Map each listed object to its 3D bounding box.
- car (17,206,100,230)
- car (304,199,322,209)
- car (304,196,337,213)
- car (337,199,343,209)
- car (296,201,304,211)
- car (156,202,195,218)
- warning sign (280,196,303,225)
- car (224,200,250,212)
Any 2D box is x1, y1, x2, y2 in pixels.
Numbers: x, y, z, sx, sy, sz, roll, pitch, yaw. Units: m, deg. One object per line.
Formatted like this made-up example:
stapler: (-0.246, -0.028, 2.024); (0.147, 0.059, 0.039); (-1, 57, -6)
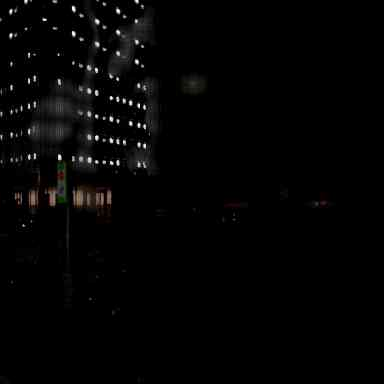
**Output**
car: (-8.797, 1.680, 22.537); (2.033, 1.411, 5.357); (0, -1, 34)
car: (19.176, 1.879, 52.719); (1.812, 1.442, 4.674); (0, 0, 31)
car: (16.446, 1.501, 42.214); (2.150, 2.045, 5.566); (0, -1, 34)
car: (21.955, 1.817, 51.034); (1.882, 1.535, 5.008); (0, 0, 31)
car: (14.161, 1.900, 44.655); (1.895, 1.301, 4.718); (0, -1, 33)
car: (-1.587, 1.707, 33.101); (2.128, 1.511, 4.902); (0, -1, 34)
warning sign: (6.859, 1.251, 22.931); (1.300, 1.860, 1.060); (0, 0, 34)
car: (6.042, 1.779, 44.347); (1.882, 1.535, 5.008); (0, 0, 34)
